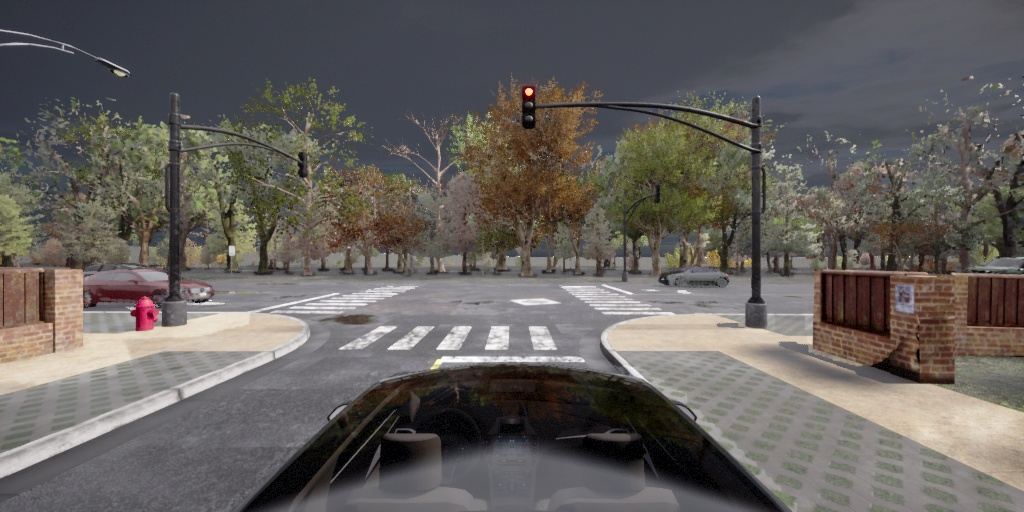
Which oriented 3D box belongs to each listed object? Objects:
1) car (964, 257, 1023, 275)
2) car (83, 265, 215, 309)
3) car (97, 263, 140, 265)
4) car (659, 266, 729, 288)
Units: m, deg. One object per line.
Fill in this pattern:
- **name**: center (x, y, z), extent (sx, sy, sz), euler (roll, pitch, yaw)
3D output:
- **car**: center (33.794, 1.096, 23.959), extent (5.566, 2.045, 2.150), euler (0, 0, 0)
- **car**: center (-14.332, 1.221, 13.962), extent (4.674, 1.442, 1.812), euler (0, 0, 1)
- **car**: center (-23.129, 1.173, 20.675), extent (4.892, 1.490, 1.837), euler (0, 0, 0)
- **car**: center (12.086, 1.367, 23.950), extent (4.181, 1.385, 1.994), euler (0, 0, 0)
